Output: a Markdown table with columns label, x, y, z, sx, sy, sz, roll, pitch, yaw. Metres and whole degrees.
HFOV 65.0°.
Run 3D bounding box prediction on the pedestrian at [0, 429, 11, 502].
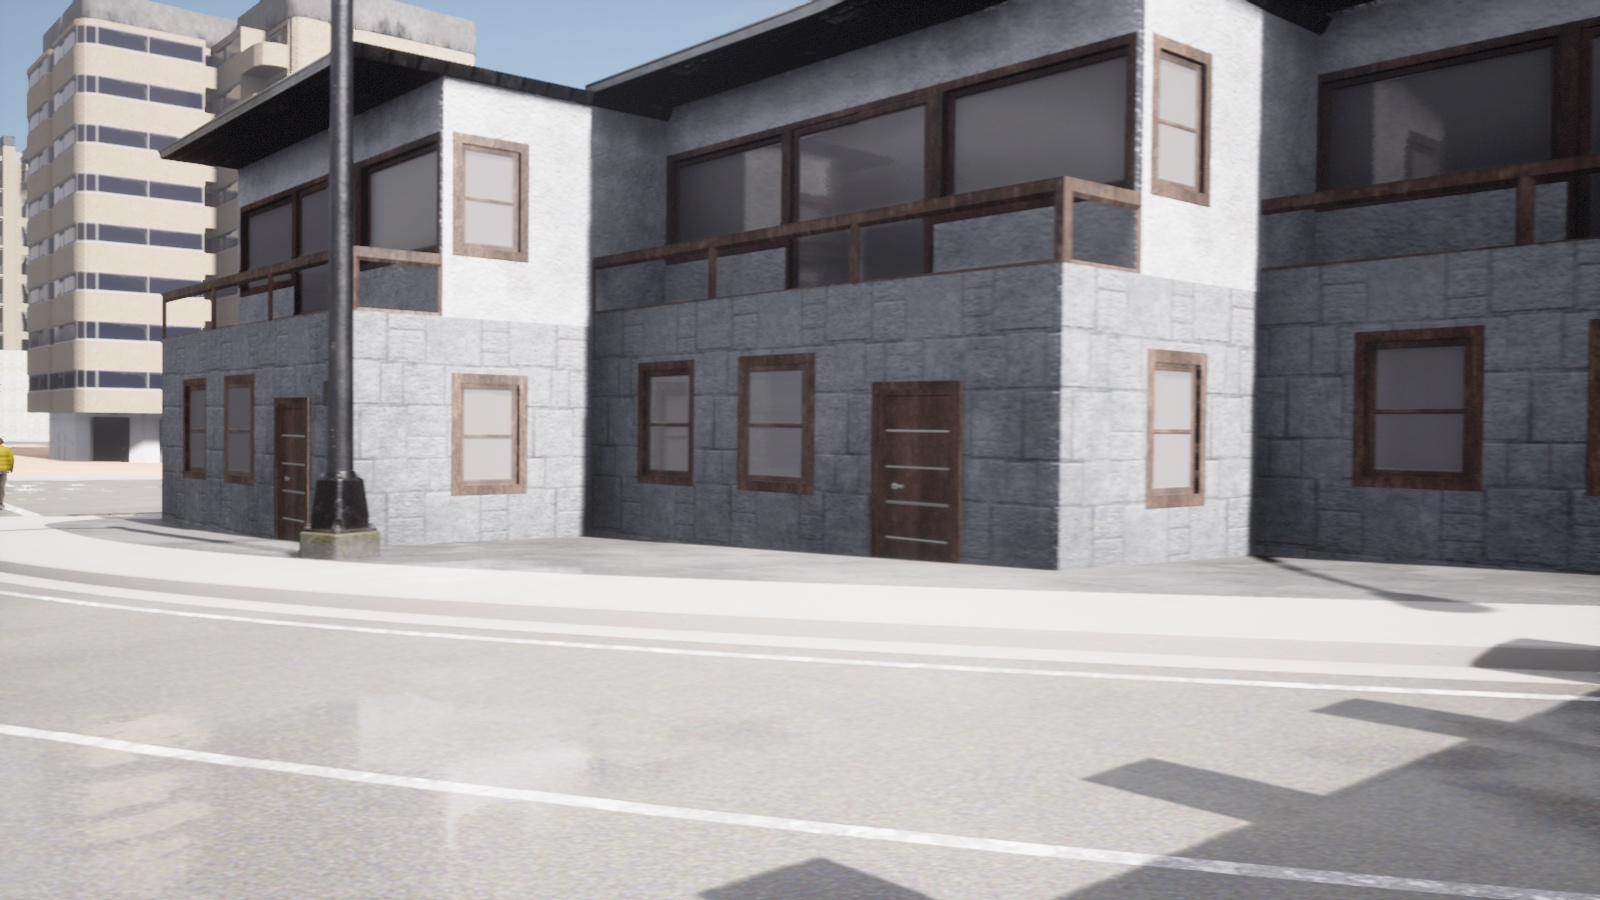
| label | x | y | z | sx | sy | sz | roll | pitch | yaw |
| --- | --- | --- | --- | --- | --- | --- | --- | --- | --- |
| pedestrian | -20.412 | 0.380 | 32.005 | 0.370 | 1.835 | 0.726 | 0 | 2 | -45 |
